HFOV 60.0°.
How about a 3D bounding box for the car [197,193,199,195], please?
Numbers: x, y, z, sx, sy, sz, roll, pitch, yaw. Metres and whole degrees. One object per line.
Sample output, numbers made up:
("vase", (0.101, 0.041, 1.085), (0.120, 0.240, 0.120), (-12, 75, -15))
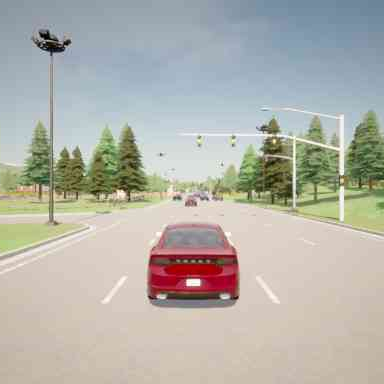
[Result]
("car", (3.224, 1.357, 94.105), (2.128, 1.511, 4.902), (0, 0, 0))

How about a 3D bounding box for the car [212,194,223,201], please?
("car", (6.755, 1.516, 83.695), (2.128, 1.511, 4.902), (0, 0, 0))

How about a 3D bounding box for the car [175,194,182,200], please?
("car", (-3.776, 1.310, 94.084), (1.882, 1.535, 5.008), (0, 0, 0))

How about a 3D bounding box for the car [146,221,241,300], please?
("car", (0.038, 1.478, 8.459), (1.882, 1.535, 5.008), (0, 0, 0))

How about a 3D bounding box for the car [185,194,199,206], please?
("car", (-0.155, 1.525, 53.062), (1.812, 1.442, 4.674), (0, 0, 0))

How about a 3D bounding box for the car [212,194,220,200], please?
("car", (6.724, 1.372, 94.115), (2.033, 1.411, 5.357), (0, 0, 0))

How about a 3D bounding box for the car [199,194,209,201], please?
("car", (3.254, 1.516, 84.101), (1.812, 1.442, 4.674), (0, 0, 0))

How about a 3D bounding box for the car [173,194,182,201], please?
("car", (-3.745, 1.469, 83.664), (1.882, 1.535, 5.008), (0, 0, 0))
